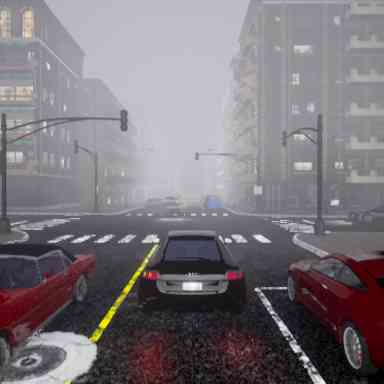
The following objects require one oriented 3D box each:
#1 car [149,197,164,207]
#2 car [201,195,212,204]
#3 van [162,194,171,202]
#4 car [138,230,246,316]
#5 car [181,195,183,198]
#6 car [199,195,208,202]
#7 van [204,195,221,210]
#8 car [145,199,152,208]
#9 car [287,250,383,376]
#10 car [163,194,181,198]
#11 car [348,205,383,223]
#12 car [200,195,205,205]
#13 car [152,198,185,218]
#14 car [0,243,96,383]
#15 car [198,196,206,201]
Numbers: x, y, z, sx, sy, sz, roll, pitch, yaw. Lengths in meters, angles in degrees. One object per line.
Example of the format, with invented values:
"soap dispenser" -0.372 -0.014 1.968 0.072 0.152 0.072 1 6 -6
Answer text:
"car" -5.806 1.604 54.260 1.947 1.339 4.313 -1 0 0
"car" 2.723 1.505 65.244 1.967 1.590 4.097 -1 0 0
"van" -5.795 1.439 76.353 1.690 1.788 3.998 -1 0 0
"car" 0.007 1.560 7.623 1.994 1.385 4.181 0 0 0
"car" -3.038 1.527 59.559 1.882 1.535 5.008 0 0 0
"car" 2.782 1.555 81.808 1.967 1.590 4.097 -1 0 0
"van" 2.839 1.359 43.186 1.690 1.788 3.998 -1 0 0
"car" -5.810 1.609 48.738 1.802 1.307 4.206 -1 0 0
"car" 2.795 1.579 5.284 1.802 1.307 4.206 0 0 0
"car" -3.066 1.375 46.892 2.097 1.767 4.553 0 0 0
"car" 14.623 1.714 26.199 4.181 1.385 1.994 1 0 0
"car" 2.753 1.342 48.683 2.192 1.841 5.009 -1 0 0
"car" -2.119 1.554 31.087 2.033 1.411 5.357 0 0 -15
"car" -3.097 1.598 5.283 1.895 1.301 4.718 0 0 0
"car" 2.814 1.720 92.853 1.947 1.339 4.313 -1 0 0
